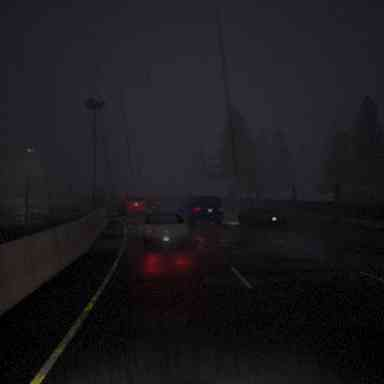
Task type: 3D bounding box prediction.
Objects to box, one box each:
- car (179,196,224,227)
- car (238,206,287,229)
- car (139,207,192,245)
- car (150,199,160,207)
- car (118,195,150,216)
[{"bbox_3d":[0.531,1.261,23.564,2.150,2.045,5.566,0,0,-13],"label":"car"},{"bbox_3d":[4.497,1.590,21.814,1.994,1.385,4.181,0,0,-12],"label":"car"},{"bbox_3d":[-1.405,1.630,15.780,1.895,1.301,4.718,0,0,-9],"label":"car"},{"bbox_3d":[-5.438,1.585,41.357,1.837,1.490,4.892,0,0,-23],"label":"car"},{"bbox_3d":[-6.173,1.291,33.923,2.150,2.045,5.566,0,0,-20],"label":"car"}]
